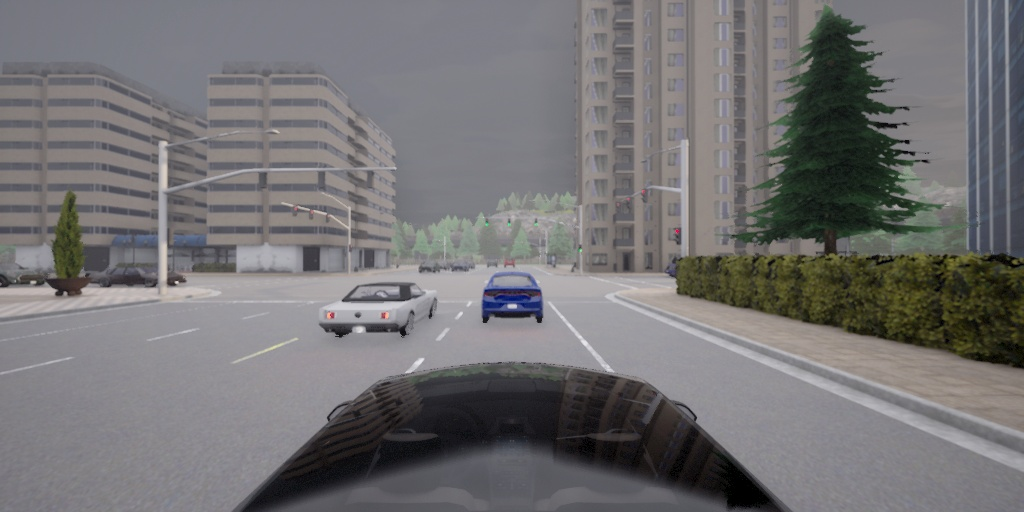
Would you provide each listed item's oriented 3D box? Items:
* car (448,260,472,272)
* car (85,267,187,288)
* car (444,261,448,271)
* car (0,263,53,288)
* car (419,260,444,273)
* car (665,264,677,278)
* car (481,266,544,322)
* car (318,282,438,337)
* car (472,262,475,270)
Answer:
[{"bbox_3d":[-7.430,1.379,51.848,2.097,1.767,4.553,0,0,0],"label":"car"},{"bbox_3d":[-25.599,1.427,24.552,5.357,1.411,2.033,0,0,0],"label":"car"},{"bbox_3d":[-10.956,1.560,56.722,1.837,1.490,4.892,0,0,0],"label":"car"},{"bbox_3d":[-35.044,1.234,24.584,4.553,1.767,2.097,0,0,0],"label":"car"},{"bbox_3d":[-10.905,1.357,47.638,2.097,1.767,4.553,0,0,0],"label":"car"},{"bbox_3d":[17.971,1.153,35.110,5.566,2.045,2.150,0,0,0],"label":"car"},{"bbox_3d":[0.010,1.288,12.622,1.882,1.535,5.008,0,0,0],"label":"car"},{"bbox_3d":[-3.483,1.399,10.402,1.895,1.301,4.718,0,0,0],"label":"car"},{"bbox_3d":[-7.470,1.632,62.289,2.033,1.411,5.357,0,0,1],"label":"car"}]
